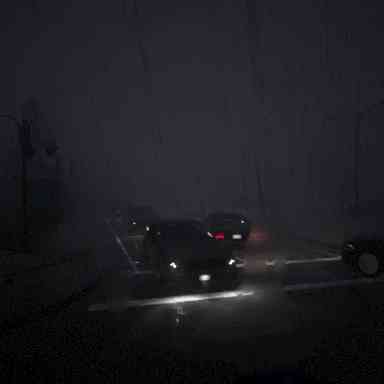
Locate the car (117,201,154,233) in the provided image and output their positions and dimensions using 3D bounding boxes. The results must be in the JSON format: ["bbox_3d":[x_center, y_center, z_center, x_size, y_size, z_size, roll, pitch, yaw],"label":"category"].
[{"bbox_3d":[-3.078,1.528,19.928,2.033,1.411,5.357,0,0,-17],"label":"car"}]

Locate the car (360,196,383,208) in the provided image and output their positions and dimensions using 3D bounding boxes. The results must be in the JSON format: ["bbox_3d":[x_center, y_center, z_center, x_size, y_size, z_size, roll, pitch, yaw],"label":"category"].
[{"bbox_3d":[23.991,1.270,43.097,1.845,1.501,3.633,0,0,-17],"label":"car"}]

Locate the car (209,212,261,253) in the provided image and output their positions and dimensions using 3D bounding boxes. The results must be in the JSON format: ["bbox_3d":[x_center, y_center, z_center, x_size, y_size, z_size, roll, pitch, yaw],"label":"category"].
[{"bbox_3d":[1.342,1.537,13.625,2.033,1.411,5.357,0,0,-4],"label":"car"}]

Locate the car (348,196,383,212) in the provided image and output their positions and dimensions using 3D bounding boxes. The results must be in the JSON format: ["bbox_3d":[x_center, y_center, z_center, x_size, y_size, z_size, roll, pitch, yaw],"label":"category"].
[{"bbox_3d":[15.644,1.353,29.134,1.970,1.475,3.806,0,0,-17],"label":"car"}]

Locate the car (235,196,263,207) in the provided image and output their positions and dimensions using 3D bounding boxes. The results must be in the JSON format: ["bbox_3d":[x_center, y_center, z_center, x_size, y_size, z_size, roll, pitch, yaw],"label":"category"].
[{"bbox_3d":[7.454,1.284,46.114,2.007,1.523,4.514,0,0,-17],"label":"car"}]

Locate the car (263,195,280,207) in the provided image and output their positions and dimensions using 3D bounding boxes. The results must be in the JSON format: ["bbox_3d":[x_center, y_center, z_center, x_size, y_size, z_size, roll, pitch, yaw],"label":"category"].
[{"bbox_3d":[10.444,1.274,47.061,2.152,1.636,5.027,0,0,-17],"label":"car"}]

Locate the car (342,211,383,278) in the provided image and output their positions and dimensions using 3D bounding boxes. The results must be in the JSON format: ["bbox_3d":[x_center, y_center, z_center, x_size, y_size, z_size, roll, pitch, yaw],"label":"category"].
[{"bbox_3d":[6.446,1.474,8.293,5.008,1.535,1.882,0,0,41],"label":"car"}]

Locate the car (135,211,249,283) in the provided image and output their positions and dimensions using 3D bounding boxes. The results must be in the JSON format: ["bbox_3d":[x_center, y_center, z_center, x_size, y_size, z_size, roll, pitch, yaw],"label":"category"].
[{"bbox_3d":[-0.372,1.542,10.087,2.033,1.411,5.357,0,0,-14],"label":"car"}]

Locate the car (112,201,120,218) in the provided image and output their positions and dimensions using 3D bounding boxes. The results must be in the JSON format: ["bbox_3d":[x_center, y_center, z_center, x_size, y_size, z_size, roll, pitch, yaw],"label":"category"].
[{"bbox_3d":[-6.210,1.513,30.089,2.033,1.411,5.357,0,0,-17],"label":"car"}]
